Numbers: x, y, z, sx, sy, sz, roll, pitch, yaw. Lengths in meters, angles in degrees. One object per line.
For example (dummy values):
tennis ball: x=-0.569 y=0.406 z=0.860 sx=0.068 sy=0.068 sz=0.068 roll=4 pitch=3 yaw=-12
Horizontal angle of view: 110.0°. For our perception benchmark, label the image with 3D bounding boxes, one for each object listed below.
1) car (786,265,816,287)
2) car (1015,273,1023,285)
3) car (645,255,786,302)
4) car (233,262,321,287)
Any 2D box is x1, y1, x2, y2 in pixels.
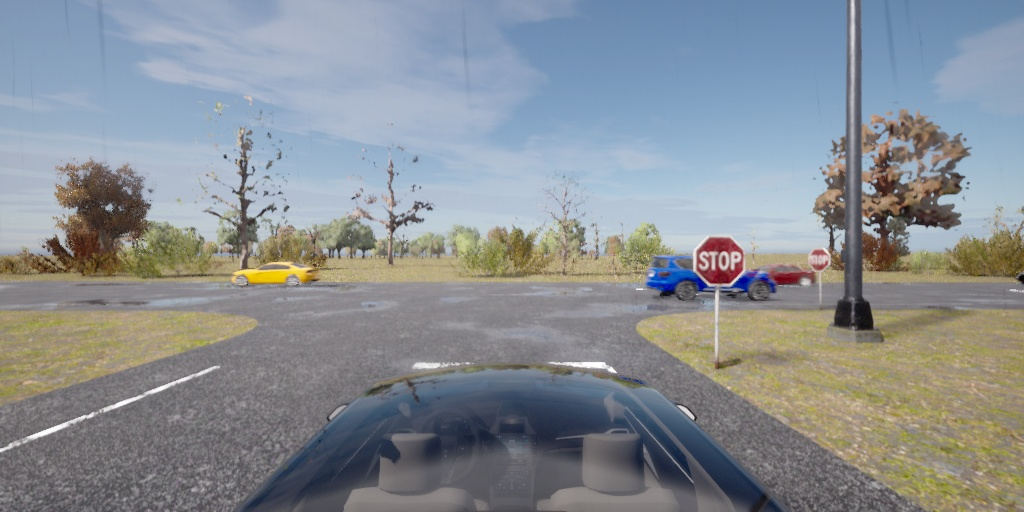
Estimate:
car: x=17.523 y=1.308 z=24.100 sx=5.008 sy=1.535 sz=1.882 roll=-1 pitch=0 yaw=-2
car: x=38.276 y=1.453 z=24.858 sx=4.718 sy=1.301 sz=1.895 roll=0 pitch=0 yaw=-2
car: x=9.142 y=1.000 z=16.775 sx=5.566 sy=2.045 sz=2.150 roll=0 pitch=0 yaw=-2
car: x=-14.995 y=1.144 z=22.987 sx=5.008 sy=1.535 sz=1.882 roll=0 pitch=0 yaw=-2
